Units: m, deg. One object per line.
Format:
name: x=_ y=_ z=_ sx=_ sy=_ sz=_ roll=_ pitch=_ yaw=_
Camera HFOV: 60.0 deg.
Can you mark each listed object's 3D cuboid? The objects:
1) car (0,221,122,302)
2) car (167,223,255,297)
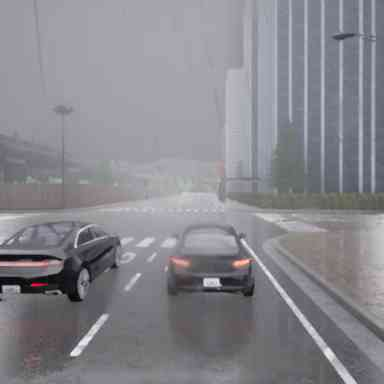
car: x=-3.062 y=1.467 z=8.186 sx=2.128 sy=1.511 sz=4.902 roll=0 pitch=0 yaw=2
car: x=0.433 y=1.501 z=8.447 sx=1.812 sy=1.442 sz=4.674 roll=0 pitch=0 yaw=2
